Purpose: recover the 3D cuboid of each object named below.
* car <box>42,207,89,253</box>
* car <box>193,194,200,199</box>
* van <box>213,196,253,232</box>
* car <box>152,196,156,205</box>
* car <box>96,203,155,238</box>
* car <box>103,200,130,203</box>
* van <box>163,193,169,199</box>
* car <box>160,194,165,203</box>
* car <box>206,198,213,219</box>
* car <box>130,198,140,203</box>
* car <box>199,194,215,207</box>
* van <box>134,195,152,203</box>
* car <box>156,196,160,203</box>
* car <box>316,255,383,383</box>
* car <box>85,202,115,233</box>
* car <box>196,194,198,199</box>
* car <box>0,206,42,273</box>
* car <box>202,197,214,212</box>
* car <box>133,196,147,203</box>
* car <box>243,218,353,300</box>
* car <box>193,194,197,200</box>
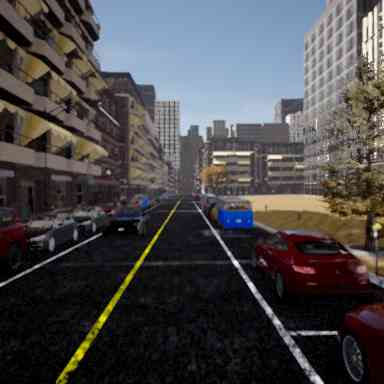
[{"bbox_3d":[-5.901,1.532,13.352,2.008,1.369,4.403,-1,0,-1],"label":"car"},{"bbox_3d":[1.158,1.241,90.854,1.887,1.381,4.507,-1,0,-1],"label":"car"},{"bbox_3d":[2.381,1.248,19.019,1.690,1.788,3.998,-1,0,-1],"label":"van"},{"bbox_3d":[-6.467,1.449,46.506,1.802,1.307,4.206,-1,0,-1],"label":"car"},{"bbox_3d":[-3.271,1.513,17.245,1.994,1.385,4.181,0,0,-1],"label":"car"},{"bbox_3d":[-6.091,1.380,24.401,1.967,1.590,4.097,-1,0,-1],"label":"car"},{"bbox_3d":[-7.223,1.091,90.711,1.690,1.788,3.998,-1,0,-1],"label":"van"},{"bbox_3d":[-6.749,1.384,63.083,1.947,1.339,4.313,-1,0,-1],"label":"car"},{"bbox_3d":[2.286,1.411,24.714,1.752,1.417,4.829,-1,0,-1],"label":"car"},{"bbox_3d":[-6.184,1.487,29.928,1.947,1.339,4.313,-1,0,-1],"label":"car"},{"bbox_3d":[2.099,1.289,35.596,1.967,1.590,4.097,-1,0,-1],"label":"car"},{"bbox_3d":[-6.375,1.226,40.980,1.690,1.788,3.998,-1,0,-1],"label":"van"},{"bbox_3d":[-6.561,1.433,52.031,1.802,1.307,4.206,-1,0,-1],"label":"car"},{"bbox_3d":[2.666,1.554,2.443,1.802,1.307,4.206,-1,0,-1],"label":"car"},{"bbox_3d":[-5.995,1.511,18.878,2.008,1.369,4.403,-1,0,-1],"label":"car"},{"bbox_3d":[1.909,1.339,46.818,1.752,1.417,4.829,-1,0,-1],"label":"car"},{"bbox_3d":[-5.810,1.318,7.824,2.192,1.841,5.009,-1,0,-1],"label":"car"},{"bbox_3d":[2.195,1.433,30.071,1.947,1.339,4.313,-1,0,-1],"label":"car"},{"bbox_3d":[-6.278,1.447,35.454,1.887,1.381,4.507,-1,0,-1],"label":"car"},{"bbox_3d":[2.572,1.532,7.968,1.802,1.307,4.206,-1,0,-1],"label":"car"},{"bbox_3d":[1.347,1.266,79.804,1.887,1.381,4.507,-1,0,-1],"label":"car"}]
